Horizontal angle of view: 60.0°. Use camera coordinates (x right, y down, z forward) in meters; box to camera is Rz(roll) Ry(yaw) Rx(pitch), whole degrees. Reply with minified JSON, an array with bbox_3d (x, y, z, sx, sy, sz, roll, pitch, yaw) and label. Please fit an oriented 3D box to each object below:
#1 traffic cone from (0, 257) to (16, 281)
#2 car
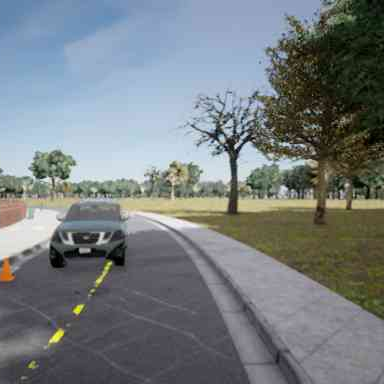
[{"bbox_3d":[-4.937,2.028,8.844,0.340,0.580,0.340,0,0,-6],"label":"traffic cone"},{"bbox_3d":[-3.469,1.319,12.110,2.150,2.045,5.566,0,0,-10],"label":"car"}]
